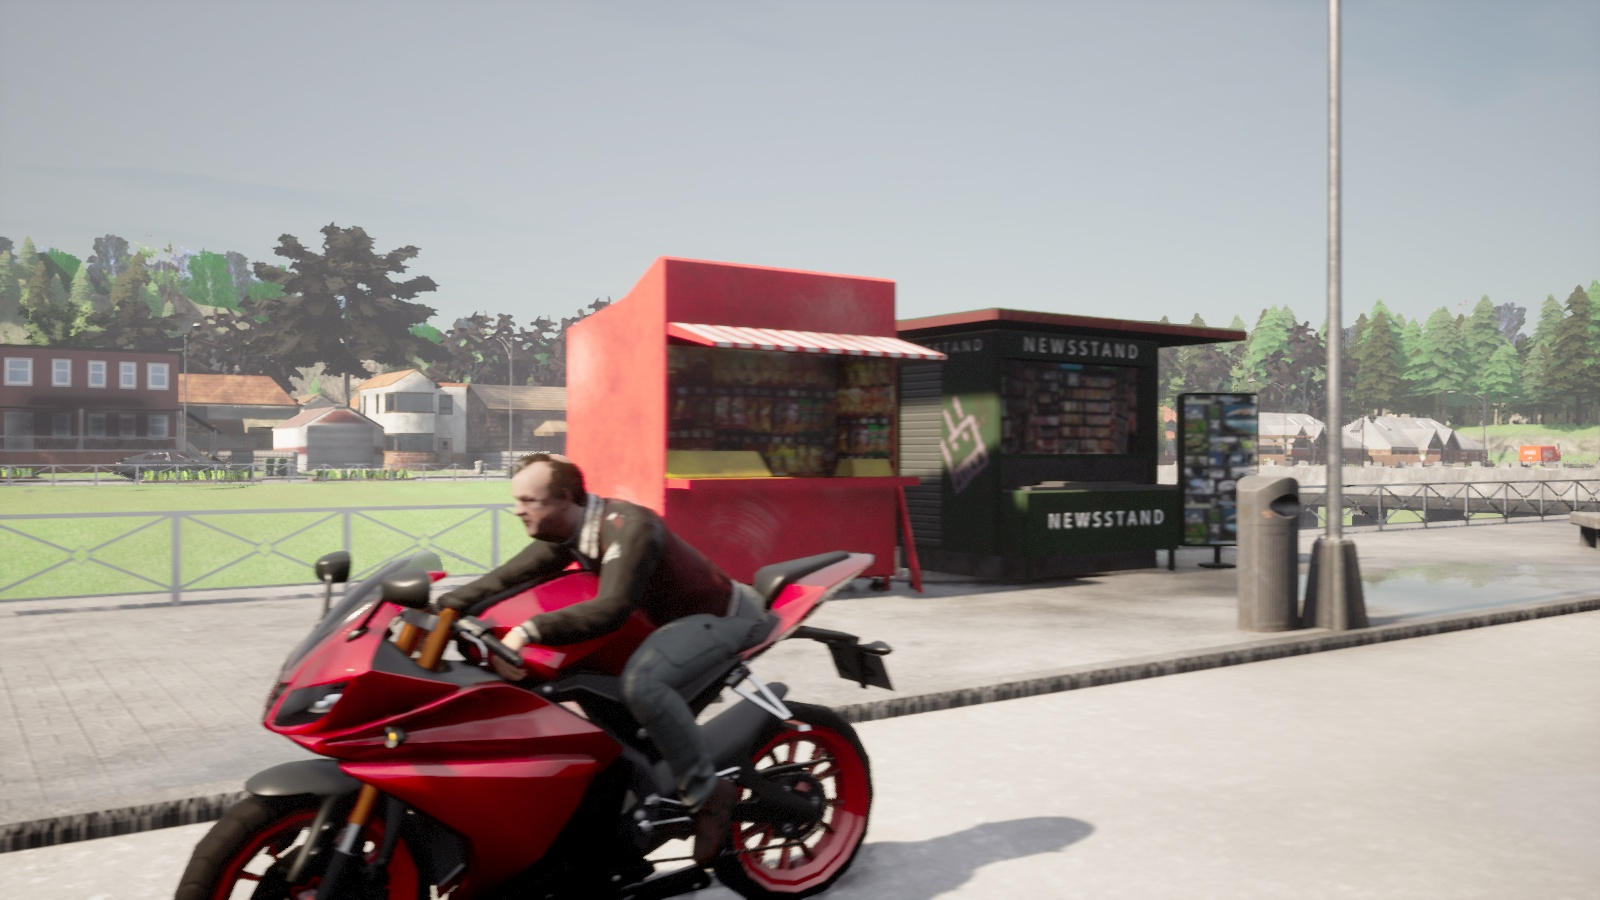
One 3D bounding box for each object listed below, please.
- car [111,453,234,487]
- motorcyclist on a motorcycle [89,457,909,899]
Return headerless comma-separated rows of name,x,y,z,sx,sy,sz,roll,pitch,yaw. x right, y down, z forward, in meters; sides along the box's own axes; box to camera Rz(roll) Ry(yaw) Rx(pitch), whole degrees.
car,-29.442,0.908,58.954,4.902,1.511,2.128,0,0,-35
motorcyclist on a motorcycle,-0.801,0.791,3.710,2.191,1.530,0.866,0,0,-35
